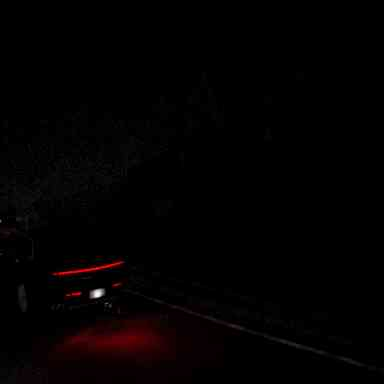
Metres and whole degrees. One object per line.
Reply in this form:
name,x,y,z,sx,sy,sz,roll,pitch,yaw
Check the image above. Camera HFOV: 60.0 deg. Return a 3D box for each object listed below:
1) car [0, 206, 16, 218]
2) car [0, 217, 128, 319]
car,-13.949,1.664,24.341,1.895,1.301,4.718,0,0,-28
car,-3.338,1.530,7.576,1.837,1.490,4.892,0,0,-44
